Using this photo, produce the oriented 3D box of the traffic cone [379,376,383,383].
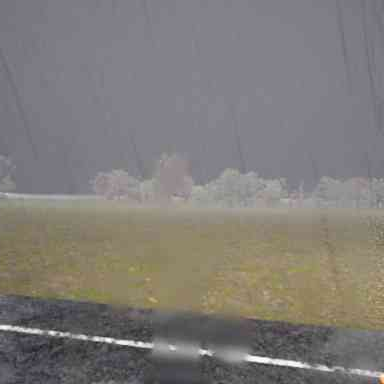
[{"bbox_3d":[2.466,2.022,3.947,0.340,0.580,0.340,1,0,13],"label":"traffic cone"}]
